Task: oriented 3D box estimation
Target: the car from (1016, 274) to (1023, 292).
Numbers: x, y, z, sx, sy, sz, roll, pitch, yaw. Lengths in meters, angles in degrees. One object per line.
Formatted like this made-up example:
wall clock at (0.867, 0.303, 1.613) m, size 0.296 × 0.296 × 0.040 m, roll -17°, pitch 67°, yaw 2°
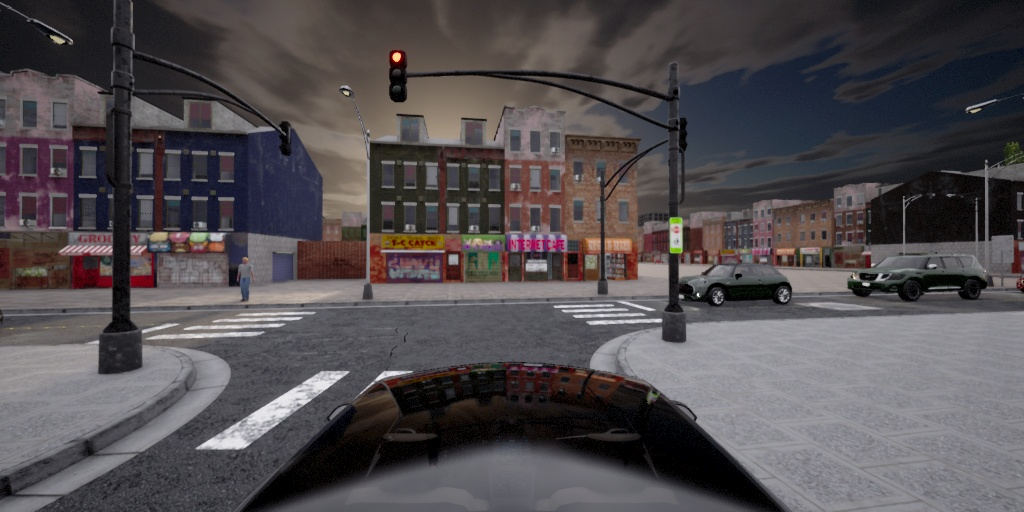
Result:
car at (28.625, 1.031, 18.187) m, size 4.553 × 1.767 × 2.097 m, roll 0°, pitch 0°, yaw -8°

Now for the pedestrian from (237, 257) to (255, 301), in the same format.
pedestrian at (-11.107, 0.943, 14.948) m, size 0.375 × 1.860 × 0.375 m, roll 0°, pitch 0°, yaw -9°

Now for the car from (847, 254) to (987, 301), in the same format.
car at (18.777, 0.925, 16.687) m, size 5.566 × 2.045 × 2.150 m, roll 0°, pitch 0°, yaw -9°

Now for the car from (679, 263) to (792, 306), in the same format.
car at (9.176, 1.081, 15.151) m, size 4.553 × 1.767 × 2.097 m, roll 0°, pitch 0°, yaw -10°

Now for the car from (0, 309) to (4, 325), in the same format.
car at (-15.411, 1.276, 8.354) m, size 4.902 × 1.511 × 2.128 m, roll 0°, pitch 0°, yaw -8°
